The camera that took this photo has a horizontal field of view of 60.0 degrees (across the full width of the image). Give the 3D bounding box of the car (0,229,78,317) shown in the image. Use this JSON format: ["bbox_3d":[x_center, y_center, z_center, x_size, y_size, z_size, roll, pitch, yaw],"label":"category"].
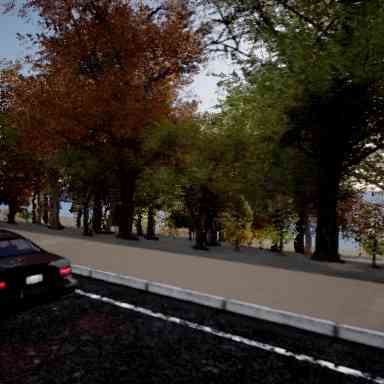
[{"bbox_3d":[-4.682,1.489,7.026,5.357,1.411,2.033,1,0,35],"label":"car"}]
